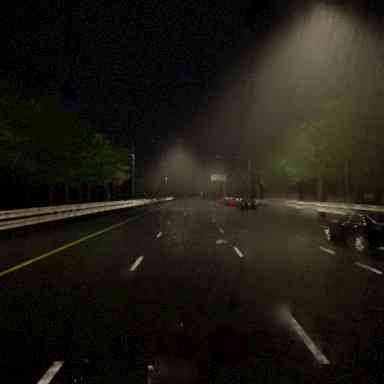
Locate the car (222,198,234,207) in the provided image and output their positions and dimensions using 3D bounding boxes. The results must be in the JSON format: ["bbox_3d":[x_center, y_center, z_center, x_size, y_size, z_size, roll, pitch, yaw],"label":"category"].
[{"bbox_3d":[7.190,1.992,60.734,1.994,1.385,4.181,0,-1,0],"label":"car"}]

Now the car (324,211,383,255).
[{"bbox_3d":[7.007,1.529,13.466,1.837,1.490,4.892,0,0,0],"label":"car"}]

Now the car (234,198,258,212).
[{"bbox_3d":[7.093,1.592,43.036,2.097,1.767,4.553,0,-1,0],"label":"car"}]

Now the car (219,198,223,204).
[{"bbox_3d":[7.311,2.132,77.301,1.812,1.442,4.674,0,-1,0],"label":"car"}]
